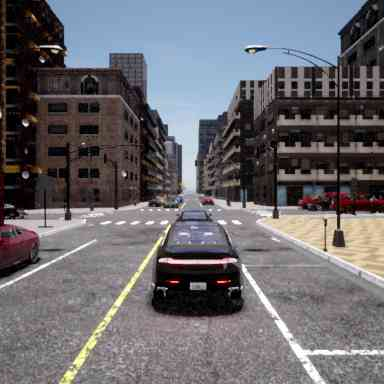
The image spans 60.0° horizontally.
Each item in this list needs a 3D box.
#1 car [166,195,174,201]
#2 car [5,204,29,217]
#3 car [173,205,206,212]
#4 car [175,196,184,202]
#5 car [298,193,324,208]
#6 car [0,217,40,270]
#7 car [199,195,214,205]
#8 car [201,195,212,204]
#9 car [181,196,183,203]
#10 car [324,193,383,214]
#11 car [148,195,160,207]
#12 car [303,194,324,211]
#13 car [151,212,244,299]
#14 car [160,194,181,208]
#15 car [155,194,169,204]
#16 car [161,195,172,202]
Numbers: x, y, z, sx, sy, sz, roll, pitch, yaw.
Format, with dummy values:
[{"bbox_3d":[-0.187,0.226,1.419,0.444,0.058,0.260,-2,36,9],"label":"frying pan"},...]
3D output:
[{"bbox_3d":[-5.609,1.480,85.351,1.967,1.590,4.097,0,0,0],"label":"car"},{"bbox_3d":[-18.140,1.806,31.524,4.902,1.511,2.128,-1,0,0],"label":"car"},{"bbox_3d":[0.116,1.564,17.054,1.994,1.385,4.181,0,0,0],"label":"car"},{"bbox_3d":[-2.924,1.571,79.072,2.033,1.411,5.357,0,0,0],"label":"car"},{"bbox_3d":[14.595,1.015,37.552,5.009,1.841,2.192,-1,1,0],"label":"car"},{"bbox_3d":[-5.732,1.582,9.232,1.802,1.307,4.206,0,0,0],"label":"car"},{"bbox_3d":[2.744,1.458,56.932,1.967,1.590,4.097,0,0,0],"label":"car"},{"bbox_3d":[2.750,1.461,62.614,1.967,1.590,4.097,0,0,0],"label":"car"},{"bbox_3d":[-3.024,1.619,58.136,1.895,1.301,4.718,0,0,0],"label":"car"},{"bbox_3d":[14.722,1.029,29.173,5.009,1.841,2.192,-1,1,0],"label":"car"},{"bbox_3d":[-5.641,1.580,51.255,1.947,1.339,4.313,0,0,0],"label":"car"},{"bbox_3d":[14.600,1.230,34.981,4.674,1.442,1.812,-1,0,0],"label":"car"},{"bbox_3d":[0.111,1.491,8.439,2.128,1.511,4.902,0,0,0],"label":"car"},{"bbox_3d":[-3.019,1.365,48.203,2.097,1.767,4.553,0,0,0],"label":"car"},{"bbox_3d":[-5.631,1.336,62.620,2.192,1.841,5.009,0,0,0],"label":"car"},{"bbox_3d":[-5.620,1.470,73.985,1.967,1.590,4.097,0,0,0],"label":"car"}]
